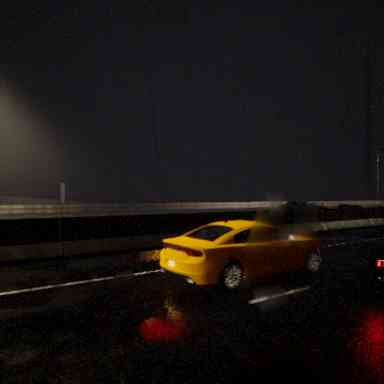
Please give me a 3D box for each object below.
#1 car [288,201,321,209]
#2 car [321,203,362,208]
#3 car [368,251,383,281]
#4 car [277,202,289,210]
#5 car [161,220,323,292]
[{"bbox_3d":[12.223,1.800,33.869,4.181,1.385,1.994,1,0,-34],"label":"car"},{"bbox_3d":[14.559,1.767,31.235,4.674,1.442,1.812,1,0,-34],"label":"car"},{"bbox_3d":[6.507,1.679,8.344,4.718,1.301,1.895,1,0,-35],"label":"car"},{"bbox_3d":[11.687,1.756,37.744,4.892,1.490,1.837,1,0,-34],"label":"car"},{"bbox_3d":[1.559,1.525,9.133,5.008,1.535,1.882,1,0,-35],"label":"car"}]
